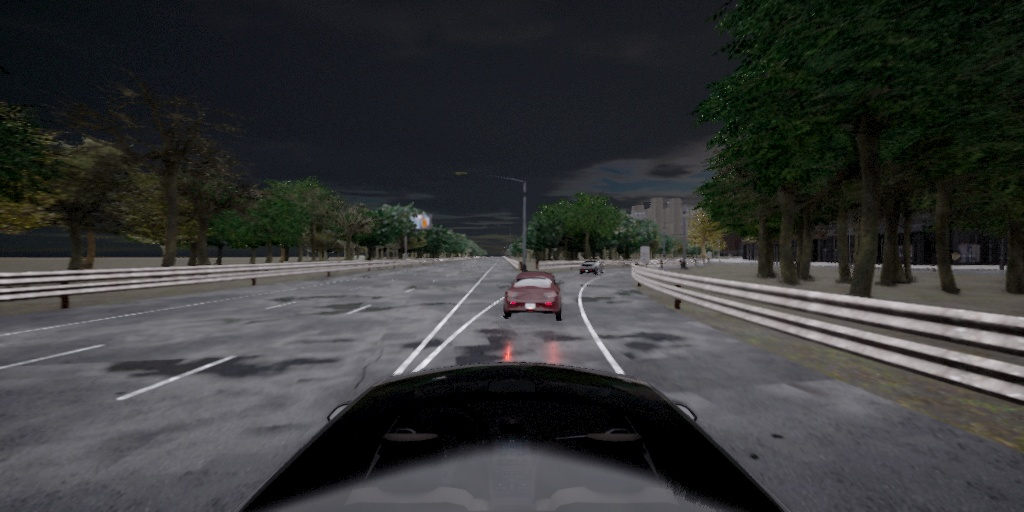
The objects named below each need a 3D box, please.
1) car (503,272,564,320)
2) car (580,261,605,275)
[{"bbox_3d":[0.842,1.279,12.644,1.812,1.442,4.674,0,0,8],"label":"car"},{"bbox_3d":[8.656,1.298,38.562,1.837,1.490,4.892,-1,-1,26],"label":"car"}]
